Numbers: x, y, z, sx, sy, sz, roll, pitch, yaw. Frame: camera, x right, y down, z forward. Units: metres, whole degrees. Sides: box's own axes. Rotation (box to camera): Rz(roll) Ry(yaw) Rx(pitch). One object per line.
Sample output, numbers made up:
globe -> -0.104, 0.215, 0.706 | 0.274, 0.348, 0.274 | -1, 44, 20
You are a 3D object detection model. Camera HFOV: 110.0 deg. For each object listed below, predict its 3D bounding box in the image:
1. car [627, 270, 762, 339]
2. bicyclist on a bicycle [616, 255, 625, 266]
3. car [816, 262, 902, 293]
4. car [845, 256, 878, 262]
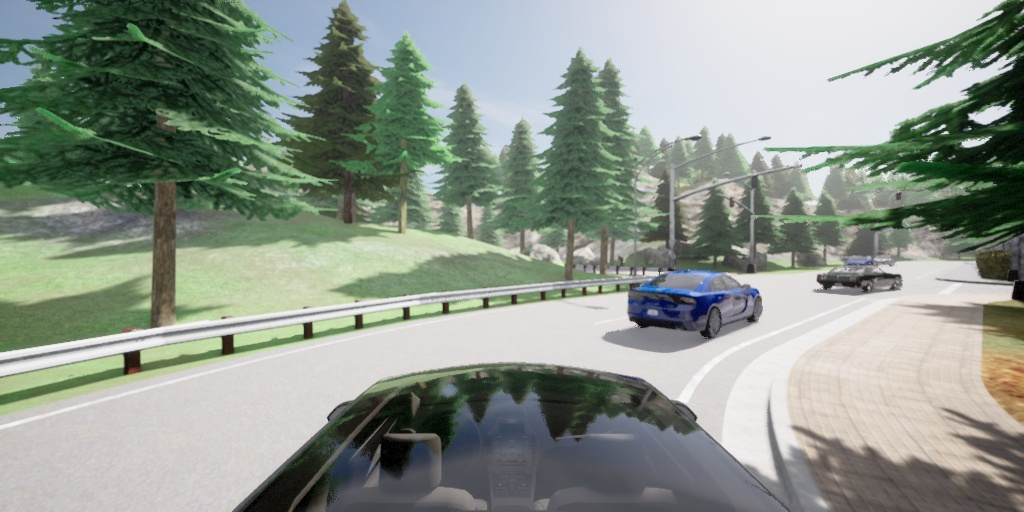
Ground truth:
car -> 5.176, 1.135, 9.905 | 5.008, 1.535, 1.882 | -1, 1, -40
bicyclist on a bicycle -> 13.170, 0.700, 43.611 | 1.656, 1.620, 0.582 | -8, 3, -38
car -> 18.490, 1.162, 19.020 | 4.718, 1.301, 1.895 | 0, 1, -25
car -> 38.723, 0.795, 40.015 | 5.008, 1.535, 1.882 | -1, 1, -37
